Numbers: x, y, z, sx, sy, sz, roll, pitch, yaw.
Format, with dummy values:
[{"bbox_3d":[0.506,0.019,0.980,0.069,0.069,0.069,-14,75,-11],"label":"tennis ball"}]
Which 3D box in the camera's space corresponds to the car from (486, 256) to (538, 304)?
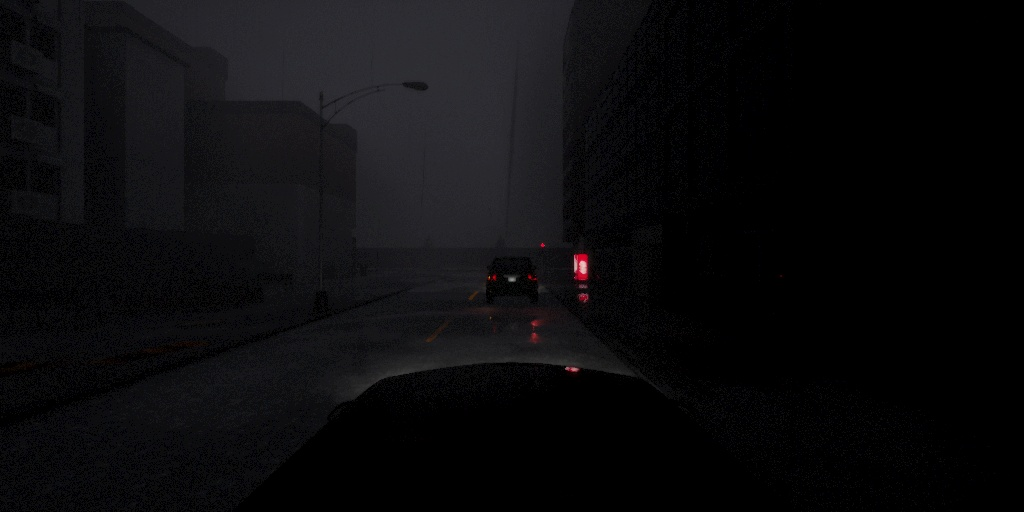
[{"bbox_3d":[0.000,1.006,16.530,2.150,2.045,5.566,0,0,0],"label":"car"}]
